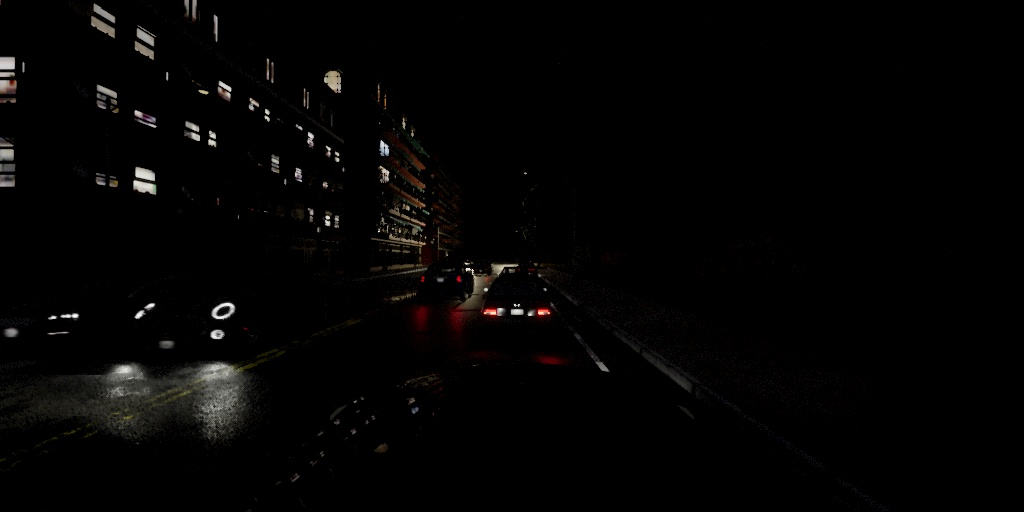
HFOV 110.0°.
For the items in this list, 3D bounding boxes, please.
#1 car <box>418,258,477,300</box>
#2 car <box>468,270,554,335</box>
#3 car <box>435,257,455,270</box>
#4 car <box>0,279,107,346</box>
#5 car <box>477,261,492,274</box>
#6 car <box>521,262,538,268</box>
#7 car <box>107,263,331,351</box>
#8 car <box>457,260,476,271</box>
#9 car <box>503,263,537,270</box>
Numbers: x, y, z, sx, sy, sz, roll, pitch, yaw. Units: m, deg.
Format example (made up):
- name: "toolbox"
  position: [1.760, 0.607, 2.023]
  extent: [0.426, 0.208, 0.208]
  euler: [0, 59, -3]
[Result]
- name: "car"
  position: [-3.135, 1.102, 17.835]
  extent: [2.097, 1.767, 4.553]
  euler: [0, 0, 0]
- name: "car"
  position: [0.111, 1.298, 10.513]
  extent: [2.033, 1.411, 5.357]
  euler: [0, 0, 0]
- name: "car"
  position: [-9.792, 1.100, 52.494]
  extent: [2.097, 1.767, 4.553]
  euler: [0, 0, 0]
- name: "car"
  position: [-9.843, 1.242, 9.501]
  extent: [2.128, 1.511, 4.902]
  euler: [0, 0, 0]
- name: "car"
  position: [-3.113, 1.276, 38.042]
  extent: [1.812, 1.442, 4.674]
  euler: [0, 0, 0]
- name: "car"
  position: [1.167, 1.257, 30.642]
  extent: [1.837, 1.490, 4.892]
  euler: [0, 0, 0]
- name: "car"
  position: [-6.593, 1.103, 9.091]
  extent: [2.097, 1.767, 4.553]
  euler: [0, 0, 0]
- name: "car"
  position: [-6.546, 1.296, 52.009]
  extent: [2.033, 1.411, 5.357]
  euler: [0, 0, 0]
- name: "car"
  position: [0.119, 1.299, 20.875]
  extent: [2.033, 1.411, 5.357]
  euler: [0, 0, 0]
